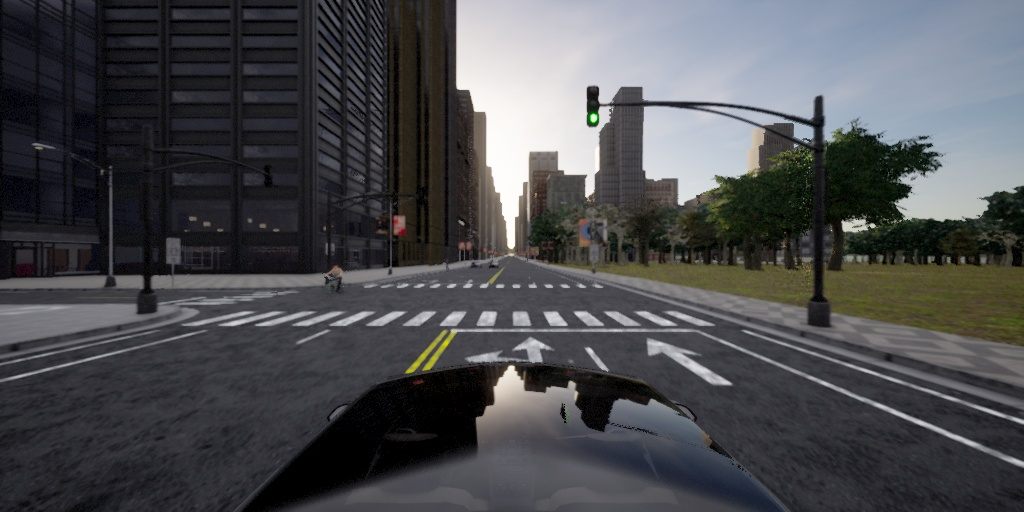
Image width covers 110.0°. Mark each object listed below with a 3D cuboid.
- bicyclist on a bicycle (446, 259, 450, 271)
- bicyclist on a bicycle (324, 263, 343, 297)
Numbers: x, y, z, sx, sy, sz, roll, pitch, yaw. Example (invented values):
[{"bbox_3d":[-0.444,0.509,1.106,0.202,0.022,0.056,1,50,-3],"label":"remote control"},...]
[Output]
[{"bbox_3d":[-8.757,1.272,48.528,0.659,1.776,1.843,0,-1,0],"label":"bicyclist on a bicycle"},{"bbox_3d":[-8.736,1.156,17.700,0.866,1.612,1.509,0,0,0],"label":"bicyclist on a bicycle"}]
